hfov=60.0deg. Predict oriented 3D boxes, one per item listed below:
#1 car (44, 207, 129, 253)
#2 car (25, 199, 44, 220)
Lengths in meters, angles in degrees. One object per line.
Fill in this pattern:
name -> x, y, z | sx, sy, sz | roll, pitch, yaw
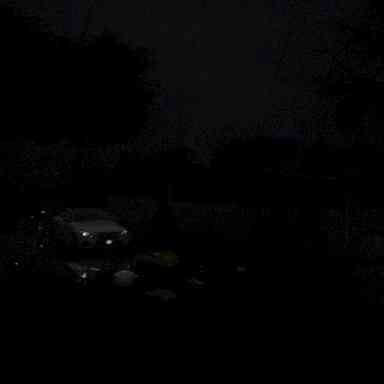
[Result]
car -> -4.086, 1.319, 12.821 | 1.812, 1.442, 4.674 | 1, 0, -36
car -> -11.667, 1.164, 23.179 | 2.033, 1.411, 5.357 | 1, 0, -36
